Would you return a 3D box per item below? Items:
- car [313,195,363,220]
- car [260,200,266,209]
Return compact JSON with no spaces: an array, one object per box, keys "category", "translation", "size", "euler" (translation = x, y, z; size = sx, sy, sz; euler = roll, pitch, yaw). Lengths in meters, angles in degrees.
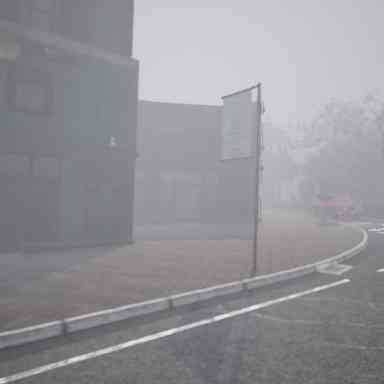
[{"category":"car","translation":[12.446,1.269,28.859],"size":[2.150,2.045,5.566],"euler":[2,0,-3]},{"category":"car","translation":[8.874,1.511,48.251],"size":[2.097,1.767,4.553],"euler":[2,-1,-19]}]
